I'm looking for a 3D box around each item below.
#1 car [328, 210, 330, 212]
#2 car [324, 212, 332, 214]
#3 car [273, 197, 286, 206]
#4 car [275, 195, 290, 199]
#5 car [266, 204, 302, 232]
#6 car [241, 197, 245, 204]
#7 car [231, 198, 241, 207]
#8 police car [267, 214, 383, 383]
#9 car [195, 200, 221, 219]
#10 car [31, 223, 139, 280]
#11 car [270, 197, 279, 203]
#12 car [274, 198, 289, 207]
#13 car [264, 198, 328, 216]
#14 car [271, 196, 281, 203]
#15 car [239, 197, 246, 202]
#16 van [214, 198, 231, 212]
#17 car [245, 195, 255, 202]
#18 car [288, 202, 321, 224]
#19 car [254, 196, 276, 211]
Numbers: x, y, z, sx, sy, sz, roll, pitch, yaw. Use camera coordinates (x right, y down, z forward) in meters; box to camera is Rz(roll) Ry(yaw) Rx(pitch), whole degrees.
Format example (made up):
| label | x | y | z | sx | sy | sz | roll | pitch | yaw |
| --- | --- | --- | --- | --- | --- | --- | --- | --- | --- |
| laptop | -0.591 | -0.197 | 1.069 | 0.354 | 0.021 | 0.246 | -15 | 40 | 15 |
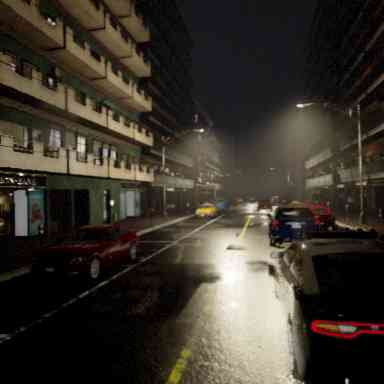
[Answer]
| label | x | y | z | sx | sy | sz | roll | pitch | yaw |
| --- | --- | --- | --- | --- | --- | --- | --- | --- | --- |
| car | 7.354 | 1.520 | 19.991 | 1.887 | 1.381 | 4.507 | -2 | -1 | 12 |
| car | 5.076 | 1.465 | 9.071 | 1.752 | 1.417 | 4.829 | -2 | -1 | 12 |
| car | 15.448 | 1.701 | 58.787 | 2.008 | 1.369 | 4.403 | -2 | -1 | 12 |
| car | 13.127 | 1.407 | 47.705 | 2.192 | 1.841 | 5.009 | -2 | -1 | 12 |
| car | 5.670 | 1.558 | 20.992 | 1.812 | 1.442 | 4.674 | -2 | -1 | 11 |
| car | 10.686 | 2.020 | 76.982 | 1.752 | 1.417 | 4.829 | -2 | -1 | 12 |
| car | 7.248 | 1.839 | 60.521 | 1.967 | 1.590 | 4.097 | -2 | -1 | 12 |
| police car | 2.385 | 1.407 | 5.429 | 1.930 | 1.638 | 5.238 | -2 | -1 | 10 |
| car | 1.435 | 1.788 | 32.642 | 1.752 | 1.417 | 4.829 | -2 | -1 | 12 |
| car | -3.154 | 1.732 | 10.637 | 1.887 | 1.381 | 4.507 | -2 | -1 | 12 |
| car | 20.073 | 1.849 | 80.954 | 1.947 | 1.339 | 4.313 | -2 | -1 | 12 |
| car | 14.291 | 1.672 | 53.245 | 2.008 | 1.369 | 4.403 | -2 | -1 | 12 |
| car | 4.498 | 1.362 | 15.082 | 2.097 | 1.767 | 4.553 | -2 | -1 | 12 |
| car | 18.913 | 1.687 | 75.416 | 1.967 | 1.590 | 4.097 | -2 | -1 | 12 |
| car | 14.192 | 2.190 | 93.774 | 1.802 | 1.307 | 4.206 | -2 | -1 | 12 |
| van | 3.776 | 1.653 | 43.895 | 1.690 | 1.788 | 3.998 | -2 | -1 | 12 |
| car | 16.057 | 1.723 | 89.584 | 2.150 | 2.045 | 5.566 | -2 | -1 | 12 |
| car | 8.511 | 1.539 | 25.537 | 1.887 | 1.381 | 4.507 | -2 | -1 | 12 |
| car | 9.302 | 1.618 | 42.300 | 1.882 | 1.535 | 5.008 | -2 | 0 | 12 |
